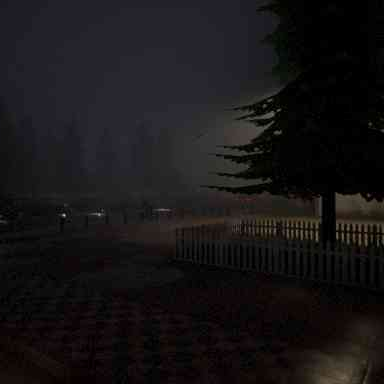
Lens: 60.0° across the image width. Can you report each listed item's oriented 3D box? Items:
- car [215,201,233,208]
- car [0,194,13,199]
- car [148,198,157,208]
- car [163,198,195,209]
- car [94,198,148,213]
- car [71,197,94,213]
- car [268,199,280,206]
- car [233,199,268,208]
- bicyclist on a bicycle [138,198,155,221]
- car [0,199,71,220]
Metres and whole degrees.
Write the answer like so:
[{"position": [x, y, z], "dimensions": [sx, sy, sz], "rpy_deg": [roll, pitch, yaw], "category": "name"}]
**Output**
[{"position": [5.157, 1.564, 48.940], "dimensions": [1.994, 1.385, 4.181], "rpy_deg": [0, 0, 35], "category": "car"}, {"position": [-18.155, 1.222, 28.566], "dimensions": [2.150, 2.045, 5.566], "rpy_deg": [0, 0, 35], "category": "car"}, {"position": [-6.608, 1.525, 44.753], "dimensions": [1.812, 1.442, 4.674], "rpy_deg": [0, 0, 36], "category": "car"}, {"position": [-1.653, 1.547, 45.656], "dimensions": [2.033, 1.411, 5.357], "rpy_deg": [0, 0, 36], "category": "car"}, {"position": [-7.822, 1.547, 37.028], "dimensions": [2.033, 1.411, 5.357], "rpy_deg": [0, 0, 35], "category": "car"}, {"position": [-12.554, 1.352, 36.419], "dimensions": [2.097, 1.767, 4.553], "rpy_deg": [0, 0, 36], "category": "car"}, {"position": [14.335, 1.547, 55.724], "dimensions": [2.033, 1.411, 5.357], "rpy_deg": [0, 0, 36], "category": "car"}, {"position": [8.425, 1.221, 47.423], "dimensions": [2.150, 2.045, 5.566], "rpy_deg": [0, 0, 36], "category": "car"}, {"position": [-3.363, 1.302, 24.363], "dimensions": [1.656, 1.620, 0.582], "rpy_deg": [0, 0, 35], "category": "bicyclist on a bicycle"}, {"position": [-13.668, 1.547, 28.831], "dimensions": [2.033, 1.411, 5.357], "rpy_deg": [0, 0, 35], "category": "car"}]
